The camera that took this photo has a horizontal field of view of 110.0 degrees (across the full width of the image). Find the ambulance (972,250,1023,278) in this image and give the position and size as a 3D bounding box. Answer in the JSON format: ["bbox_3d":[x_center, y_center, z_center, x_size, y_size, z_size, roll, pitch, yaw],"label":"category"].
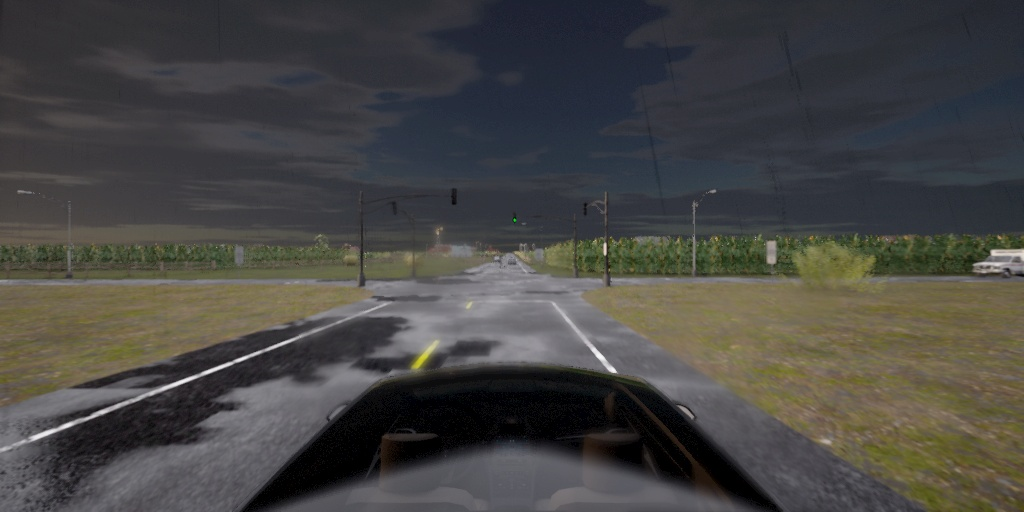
[{"bbox_3d":[43.830,0.670,30.921,6.366,2.431,2.351,0,0,0],"label":"ambulance"}]
